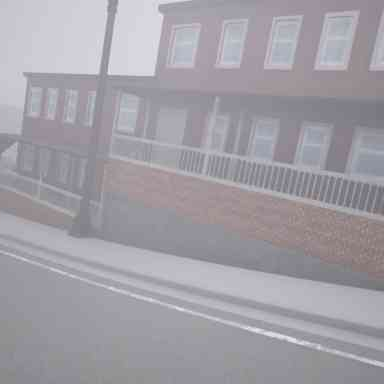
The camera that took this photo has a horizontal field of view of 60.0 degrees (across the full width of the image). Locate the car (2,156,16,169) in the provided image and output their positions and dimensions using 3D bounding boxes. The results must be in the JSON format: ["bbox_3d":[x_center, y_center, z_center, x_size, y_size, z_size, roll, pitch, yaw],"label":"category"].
[{"bbox_3d":[-19.012,-2.984,33.280,1.994,1.385,4.181,15,9,35],"label":"car"}]
